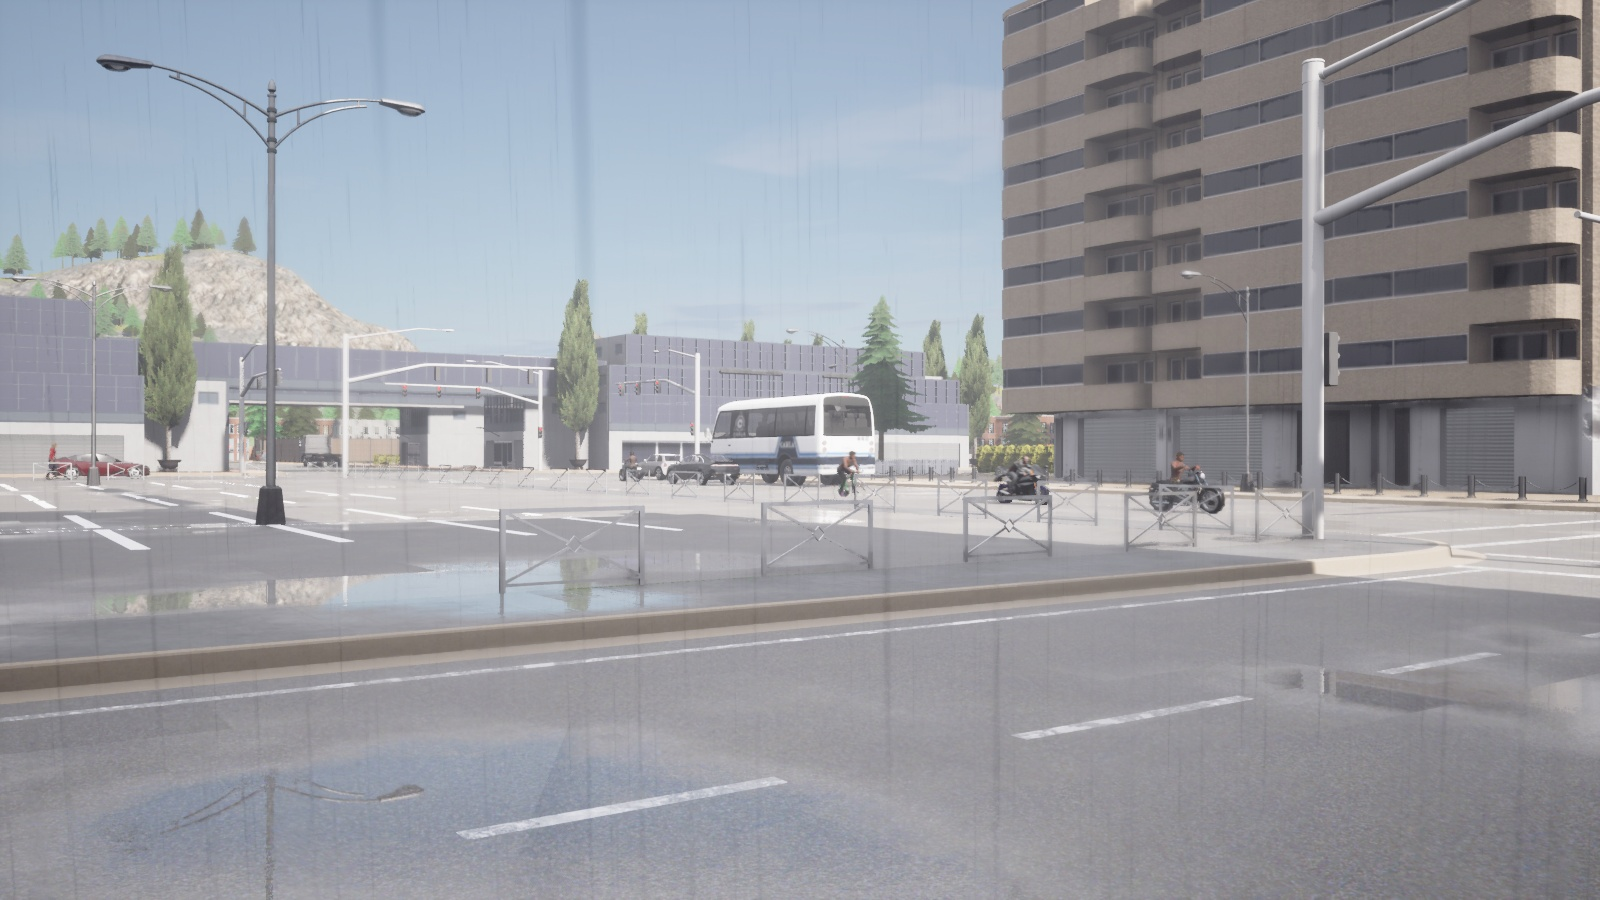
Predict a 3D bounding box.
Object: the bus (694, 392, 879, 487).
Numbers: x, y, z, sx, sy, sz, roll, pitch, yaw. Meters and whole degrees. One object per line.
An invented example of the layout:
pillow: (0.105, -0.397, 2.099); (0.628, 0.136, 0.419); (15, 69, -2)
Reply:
bus: (-0.888, -0.424, 61.378); (3.944, 4.253, 10.273); (0, 0, -35)

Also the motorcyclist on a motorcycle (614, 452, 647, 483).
motorcyclist on a motorcycle: (-9.068, 0.934, 67.065); (0.766, 1.649, 2.350); (0, 0, -35)

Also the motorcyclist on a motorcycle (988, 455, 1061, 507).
motorcyclist on a motorcycle: (6.774, 0.914, 37.973); (0.866, 1.530, 2.191); (0, 0, -35)

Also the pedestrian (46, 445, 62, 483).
pedestrian: (-35.989, 0.683, 60.604); (0.636, 1.846, 0.331); (0, 0, -34)

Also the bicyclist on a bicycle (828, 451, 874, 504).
bicyclist on a bicycle: (1.588, 0.846, 39.323); (0.582, 1.620, 1.656); (0, 0, -35)

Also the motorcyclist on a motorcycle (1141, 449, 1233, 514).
motorcyclist on a motorcycle: (10.169, 0.810, 33.058); (0.766, 1.649, 2.350); (0, 0, -35)

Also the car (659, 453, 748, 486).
car: (-4.736, 0.915, 60.790); (2.128, 1.511, 4.902); (0, 0, -34)

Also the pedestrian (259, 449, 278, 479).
pedestrian: (-33.032, 0.840, 78.013); (0.874, 1.855, 0.900); (0, 0, -41)

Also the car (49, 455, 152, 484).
car: (-38.436, 1.050, 69.001); (4.792, 1.488, 2.163); (0, 0, -33)

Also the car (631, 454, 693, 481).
car: (-7.896, 0.957, 71.525); (1.970, 1.475, 3.806); (0, 0, -34)
